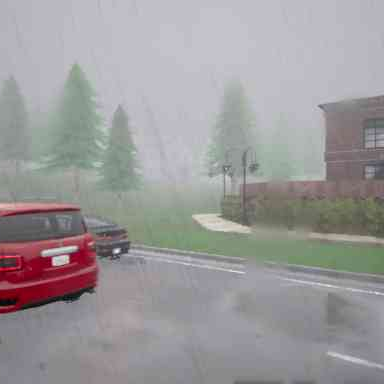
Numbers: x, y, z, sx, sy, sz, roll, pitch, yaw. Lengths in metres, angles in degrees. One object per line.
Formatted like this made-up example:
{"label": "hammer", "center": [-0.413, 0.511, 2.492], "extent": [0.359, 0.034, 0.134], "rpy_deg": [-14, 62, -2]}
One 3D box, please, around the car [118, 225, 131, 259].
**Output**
{"label": "car", "center": [-4.197, 1.503, 11.197], "extent": [4.892, 1.490, 1.837], "rpy_deg": [0, 0, 35]}

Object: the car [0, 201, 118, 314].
{"label": "car", "center": [-4.354, 1.221, 7.028], "extent": [5.566, 2.045, 2.150], "rpy_deg": [0, 0, 35]}
